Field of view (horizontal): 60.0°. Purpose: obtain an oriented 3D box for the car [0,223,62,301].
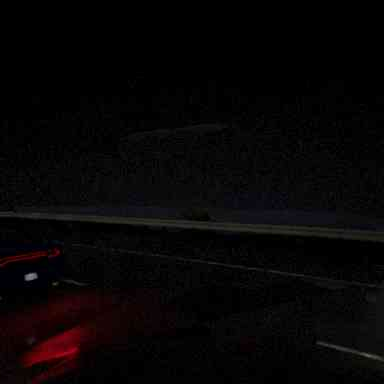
[{"bbox_3d":[-5.088,1.425,7.533,5.008,1.535,1.882,0,0,32],"label":"car"}]
